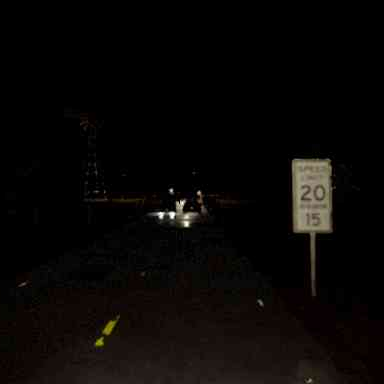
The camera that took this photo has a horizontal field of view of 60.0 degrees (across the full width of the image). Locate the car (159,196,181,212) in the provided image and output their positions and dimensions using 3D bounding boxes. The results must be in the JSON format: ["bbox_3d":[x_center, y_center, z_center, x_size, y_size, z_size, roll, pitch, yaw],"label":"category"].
[{"bbox_3d":[-2.753,1.558,39.286,2.033,1.411,5.357,0,0,0],"label":"car"}]

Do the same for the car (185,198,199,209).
[{"bbox_3d":[0.017,1.573,46.898,1.994,1.385,4.181,0,0,0],"label":"car"}]

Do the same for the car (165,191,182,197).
[{"bbox_3d":[-2.754,0.847,50.084,2.150,2.045,5.566,0,0,0],"label":"car"}]

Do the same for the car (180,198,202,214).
[{"bbox_3d":[0.002,1.576,35.483,1.994,1.385,4.181,0,0,0],"label":"car"}]
